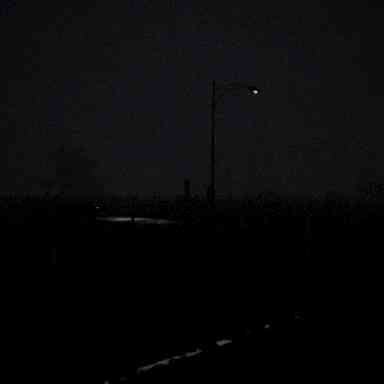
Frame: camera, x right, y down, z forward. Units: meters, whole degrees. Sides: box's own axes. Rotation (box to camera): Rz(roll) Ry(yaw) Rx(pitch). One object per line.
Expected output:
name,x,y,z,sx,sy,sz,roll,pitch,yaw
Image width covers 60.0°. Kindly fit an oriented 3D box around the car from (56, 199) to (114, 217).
car,-8.321,1.212,25.870,4.718,1.301,1.895,1,0,31
